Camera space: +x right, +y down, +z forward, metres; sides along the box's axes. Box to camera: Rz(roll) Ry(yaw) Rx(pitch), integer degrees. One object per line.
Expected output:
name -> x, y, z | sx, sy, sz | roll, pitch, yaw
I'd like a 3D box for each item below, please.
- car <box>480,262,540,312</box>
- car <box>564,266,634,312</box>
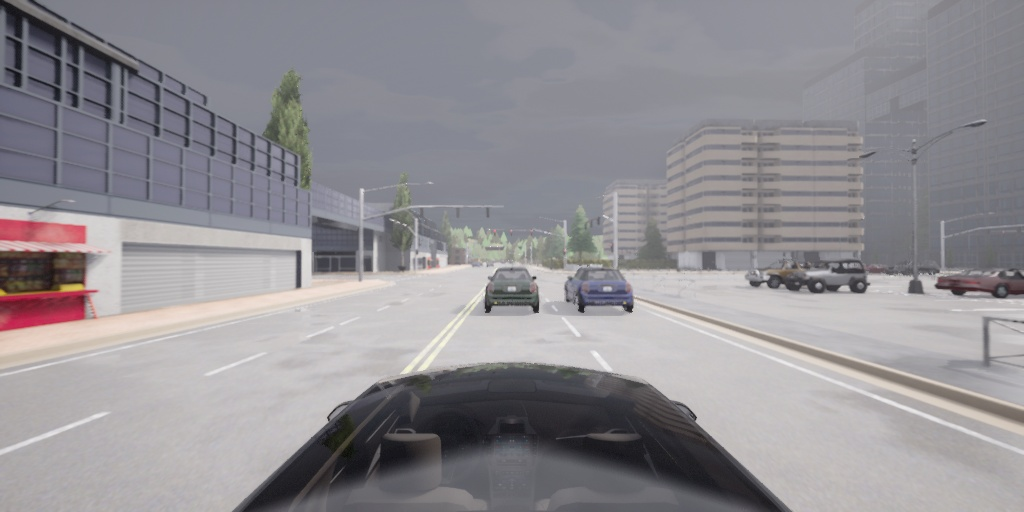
car -> 0.011, 1.250, 15.255 | 2.097, 1.767, 4.553 | 0, -1, 0
car -> 3.511, 1.250, 15.257 | 2.097, 1.767, 4.553 | 0, -1, 0
